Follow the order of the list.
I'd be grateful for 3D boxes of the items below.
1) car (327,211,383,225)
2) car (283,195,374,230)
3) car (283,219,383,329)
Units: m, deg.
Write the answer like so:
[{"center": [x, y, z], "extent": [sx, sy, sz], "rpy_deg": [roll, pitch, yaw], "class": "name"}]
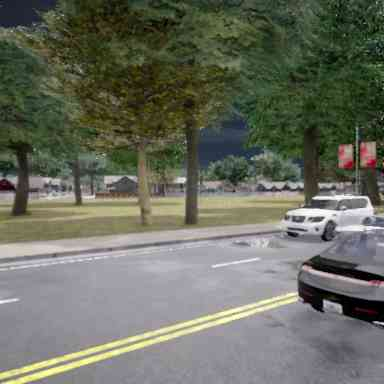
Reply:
[{"center": [7.670, 1.586, 13.148], "extent": [4.718, 1.301, 1.895], "rpy_deg": [0, 0, -35], "class": "car"}, {"center": [6.975, 1.205, 16.644], "extent": [5.566, 2.045, 2.150], "rpy_deg": [0, 0, -35], "class": "car"}, {"center": [4.059, 1.483, 6.338], "extent": [4.902, 1.511, 2.128], "rpy_deg": [0, 0, -35], "class": "car"}]
